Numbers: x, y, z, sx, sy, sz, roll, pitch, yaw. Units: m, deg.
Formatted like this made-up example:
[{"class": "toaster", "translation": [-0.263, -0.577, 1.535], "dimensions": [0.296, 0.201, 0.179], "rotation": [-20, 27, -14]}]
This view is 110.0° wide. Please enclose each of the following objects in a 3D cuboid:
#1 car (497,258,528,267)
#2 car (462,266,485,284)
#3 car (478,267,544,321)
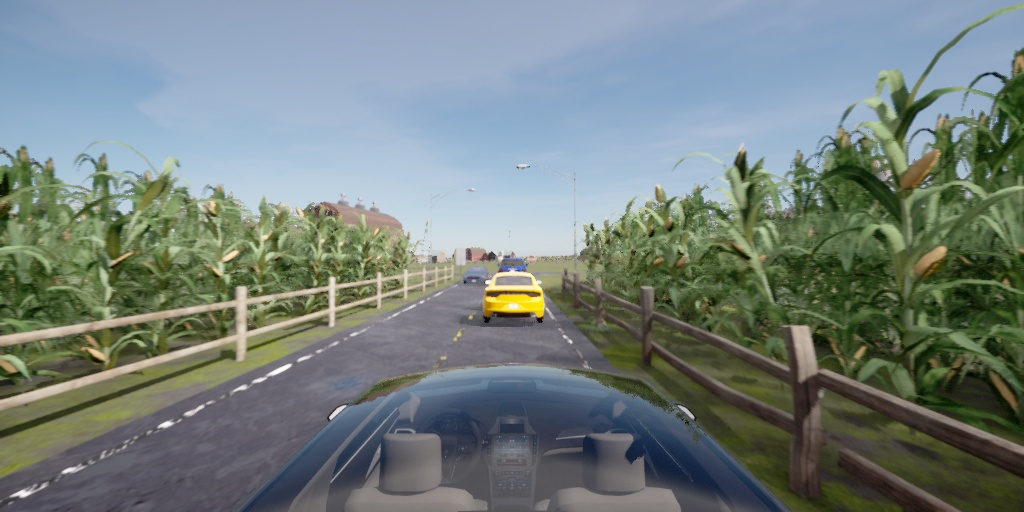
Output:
[{"class": "car", "translation": [0.049, 1.164, 27.276], "dimensions": [2.150, 2.045, 5.566], "rotation": [0, 0, 0]}, {"class": "car", "translation": [-2.831, 1.507, 29.417], "dimensions": [2.033, 1.411, 5.357], "rotation": [0, 0, 0]}, {"class": "car", "translation": [0.059, 1.311, 12.835], "dimensions": [1.882, 1.535, 5.008], "rotation": [0, 0, 0]}]
